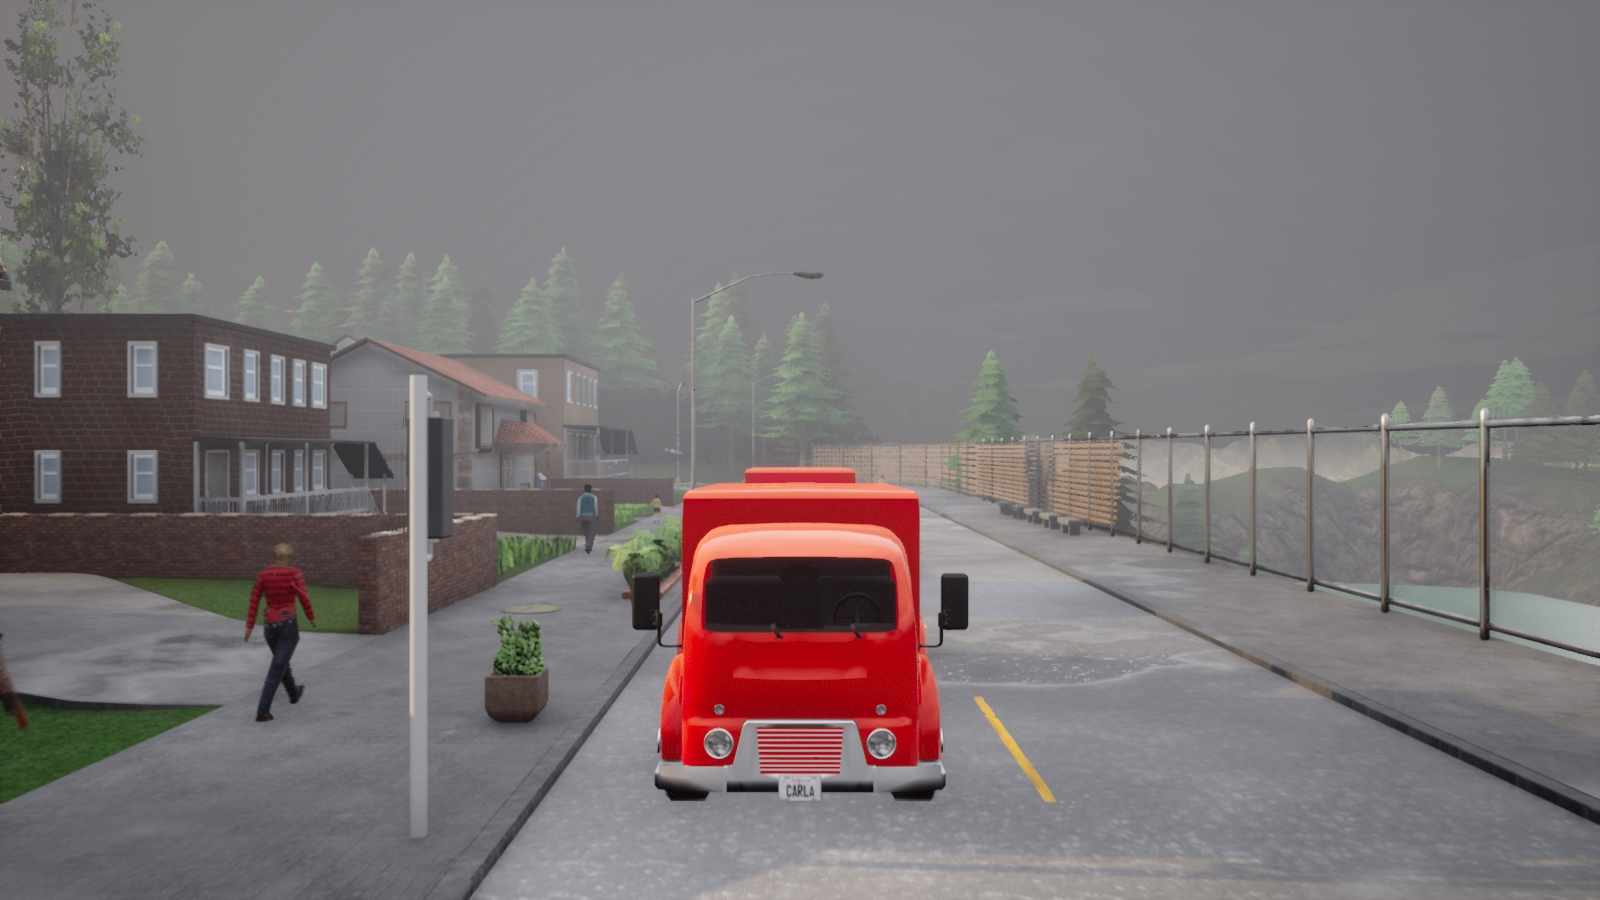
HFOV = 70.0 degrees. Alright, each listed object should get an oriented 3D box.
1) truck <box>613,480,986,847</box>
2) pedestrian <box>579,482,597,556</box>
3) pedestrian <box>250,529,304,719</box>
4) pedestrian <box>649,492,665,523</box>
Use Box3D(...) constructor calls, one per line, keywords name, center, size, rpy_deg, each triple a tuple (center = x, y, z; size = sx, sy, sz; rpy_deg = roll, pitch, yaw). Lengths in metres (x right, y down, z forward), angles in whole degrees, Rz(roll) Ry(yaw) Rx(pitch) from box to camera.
Box3D(name="truck", center=(0.008, 1.571, 10.654), size=(2.627, 2.467, 5.204), rpy_deg=(0, 0, 0))
Box3D(name="pedestrian", center=(-5.410, 1.746, 29.107), size=(0.375, 1.860, 0.375), rpy_deg=(0, 0, 3))
Box3D(name="pedestrian", center=(-5.281, 1.745, 11.544), size=(0.375, 1.860, 0.375), rpy_deg=(0, 0, 0))
Box3D(name="pedestrian", center=(-5.285, 2.123, 42.216), size=(0.500, 1.100, 0.500), rpy_deg=(0, 0, 0))
